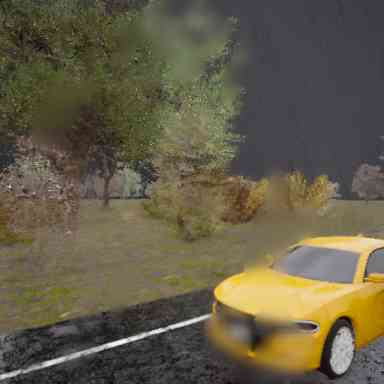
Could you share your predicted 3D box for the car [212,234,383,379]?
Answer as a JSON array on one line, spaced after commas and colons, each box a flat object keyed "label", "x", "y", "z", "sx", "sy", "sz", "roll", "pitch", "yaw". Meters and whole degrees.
[{"label": "car", "x": 2.568, "y": 1.560, "z": 5.835, "sx": 5.008, "sy": 1.535, "sz": 1.882, "roll": 0, "pitch": -1, "yaw": -38}]
